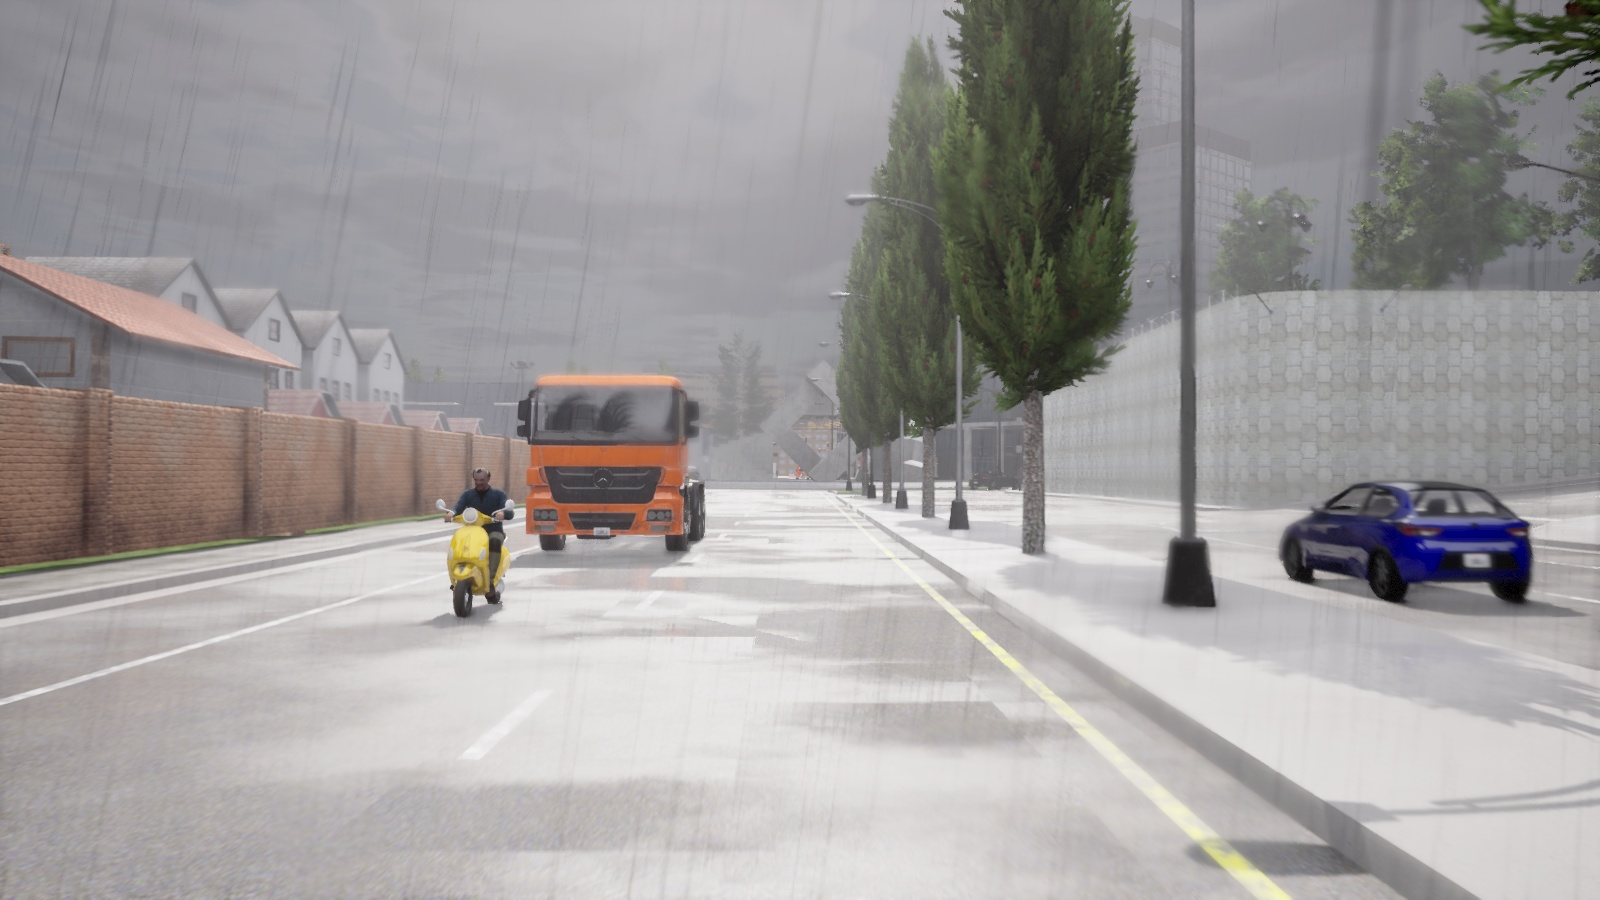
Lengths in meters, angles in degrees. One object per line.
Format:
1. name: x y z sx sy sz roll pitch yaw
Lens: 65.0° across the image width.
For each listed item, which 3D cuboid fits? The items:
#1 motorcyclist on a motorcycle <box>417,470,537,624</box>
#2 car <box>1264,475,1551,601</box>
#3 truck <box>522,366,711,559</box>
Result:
1. motorcyclist on a motorcycle: -3.534 1.015 13.912 0.866 1.590 1.817 0 -1 0
2. car: 7.959 1.080 16.954 1.816 1.474 4.193 0 -1 0
3. truck: -3.580 0.292 26.575 2.891 3.462 7.936 0 -1 0
